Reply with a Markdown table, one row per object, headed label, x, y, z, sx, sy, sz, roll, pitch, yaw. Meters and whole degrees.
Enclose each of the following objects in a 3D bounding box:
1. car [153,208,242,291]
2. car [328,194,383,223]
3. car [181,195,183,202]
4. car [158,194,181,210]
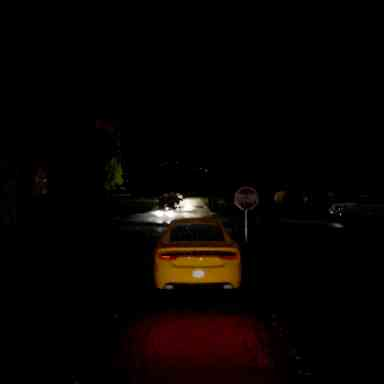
| label | x | y | z | sx | sy | sz | roll | pitch | yaw |
| --- | --- | --- | --- | --- | --- | --- | --- | --- | --- |
| car | 0.080 | 1.410 | 8.856 | 1.882 | 1.535 | 5.008 | 0 | 0 | -1 |
| car | 13.142 | 1.188 | 24.836 | 5.566 | 2.045 | 2.150 | 1 | 0 | -2 |
| car | -2.751 | 1.148 | 48.744 | 1.812 | 1.442 | 4.674 | 0 | 0 | 0 |
| car | -2.803 | 1.196 | 38.373 | 2.128 | 1.511 | 4.902 | 0 | 0 | 1 |
